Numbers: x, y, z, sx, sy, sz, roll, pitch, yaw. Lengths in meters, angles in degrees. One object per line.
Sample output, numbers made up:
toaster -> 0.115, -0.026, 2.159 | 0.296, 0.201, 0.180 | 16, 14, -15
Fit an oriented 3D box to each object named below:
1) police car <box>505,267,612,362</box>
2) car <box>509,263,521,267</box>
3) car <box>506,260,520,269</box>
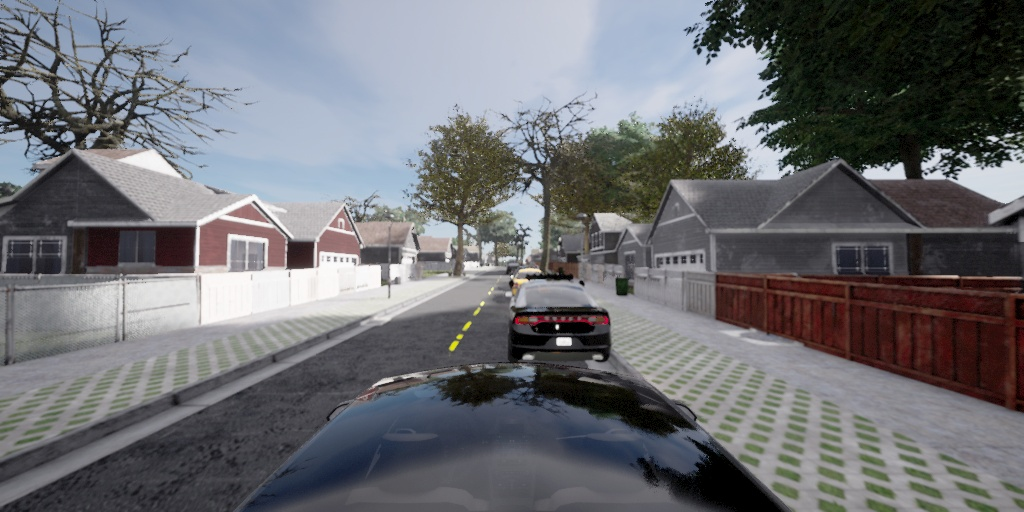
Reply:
police car -> 0.867, 1.226, 8.487 | 1.930, 1.638, 5.238 | 0, 0, 0
car -> 0.900, 1.337, 18.573 | 1.801, 1.575, 5.366 | 0, 0, 0
car -> 0.222, 1.673, 49.040 | 1.882, 1.535, 5.008 | 0, -1, 1
